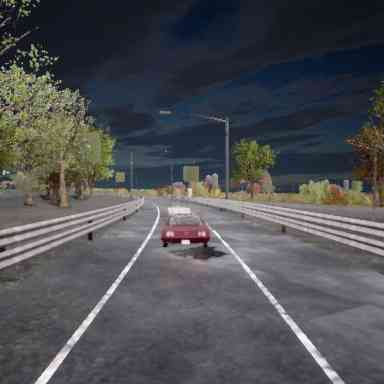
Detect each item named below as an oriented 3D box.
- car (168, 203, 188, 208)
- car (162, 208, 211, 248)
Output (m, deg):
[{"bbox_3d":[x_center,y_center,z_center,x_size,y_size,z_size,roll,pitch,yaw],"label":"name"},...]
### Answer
[{"bbox_3d":[-1.255,1.600,29.827,1.895,1.301,4.718,0,0,-5],"label":"car"},{"bbox_3d":[-0.316,1.611,14.785,1.895,1.301,4.718,0,0,-2],"label":"car"}]
